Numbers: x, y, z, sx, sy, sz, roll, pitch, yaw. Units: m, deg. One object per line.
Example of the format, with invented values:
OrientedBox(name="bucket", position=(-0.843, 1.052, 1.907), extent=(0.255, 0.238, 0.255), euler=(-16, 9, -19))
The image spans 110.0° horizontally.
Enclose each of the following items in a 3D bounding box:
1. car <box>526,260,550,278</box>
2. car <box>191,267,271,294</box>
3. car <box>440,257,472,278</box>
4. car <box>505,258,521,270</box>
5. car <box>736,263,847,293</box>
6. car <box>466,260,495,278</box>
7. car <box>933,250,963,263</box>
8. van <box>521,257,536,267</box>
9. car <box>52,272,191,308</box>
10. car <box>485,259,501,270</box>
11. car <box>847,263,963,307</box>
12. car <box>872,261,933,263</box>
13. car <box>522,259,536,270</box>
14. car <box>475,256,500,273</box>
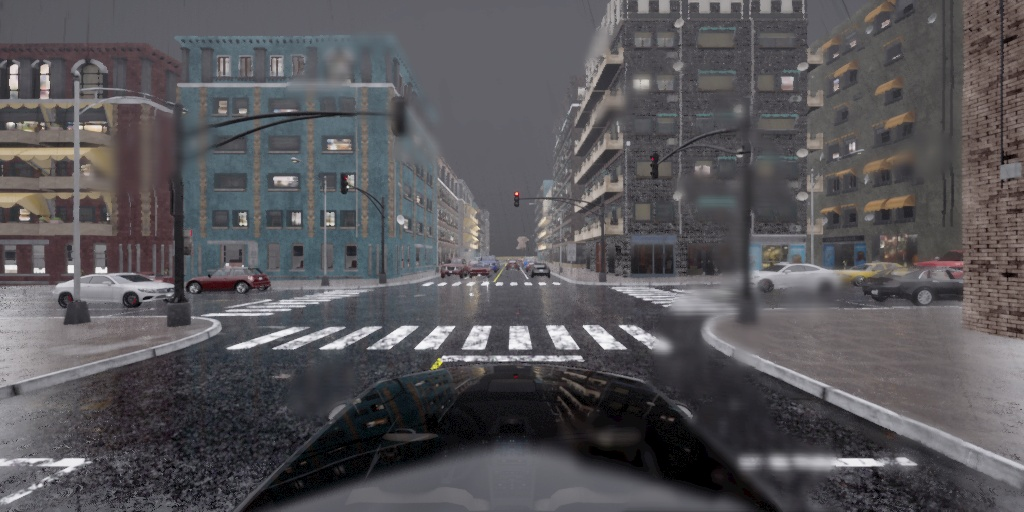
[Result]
OrientedBox(name="car", position=(2.572, 1.310, 33.525), extent=(1.948, 1.339, 4.313), euler=(0, 0, 0))
OrientedBox(name="car", position=(-16.901, 1.387, 21.377), extent=(4.097, 1.591, 1.967), euler=(0, 0, 0))
OrientedBox(name="car", position=(-5.308, 1.058, 33.526), extent=(2.192, 1.841, 5.009), euler=(0, 0, 0))
OrientedBox(name="car", position=(0.125, 1.258, 53.453), extent=(1.812, 1.442, 4.674), euler=(0, 0, 0))
OrientedBox(name="car", position=(14.266, 1.083, 18.656), extent=(4.674, 1.442, 1.812), euler=(-1, 0, 2))
OrientedBox(name="car", position=(-2.843, 1.345, 33.319), extent=(1.895, 1.301, 4.718), euler=(0, 0, 0))
OrientedBox(name="car", position=(24.216, 0.653, 18.577), extent=(5.566, 2.045, 2.150), euler=(-1, 0, 1))
OrientedBox(name="van", position=(2.576, 1.076, 50.181), extent=(1.690, 1.789, 3.998), euler=(0, 0, 0))
OrientedBox(name="car", position=(-17.497, 1.471, 15.949), extent=(4.674, 1.442, 1.812), euler=(-1, 0, 2))
OrientedBox(name="car", position=(-2.827, 1.224, 53.719), extent=(2.128, 1.511, 4.902), euler=(0, 0, 0))
OrientedBox(name="car", position=(15.605, 1.081, 13.231), extent=(4.403, 1.370, 2.007), euler=(0, 0, 0))
OrientedBox(name="car", position=(21.138, 0.999, 21.068), extent=(4.829, 1.417, 1.751), euler=(0, 0, 0))
OrientedBox(name="car", position=(2.574, 1.320, 44.629), extent=(1.802, 1.307, 4.207), euler=(0, 0, 0))
OrientedBox(name="car", position=(-2.840, 0.961, 43.295), extent=(2.150, 2.045, 5.566), euler=(0, 0, 0))
